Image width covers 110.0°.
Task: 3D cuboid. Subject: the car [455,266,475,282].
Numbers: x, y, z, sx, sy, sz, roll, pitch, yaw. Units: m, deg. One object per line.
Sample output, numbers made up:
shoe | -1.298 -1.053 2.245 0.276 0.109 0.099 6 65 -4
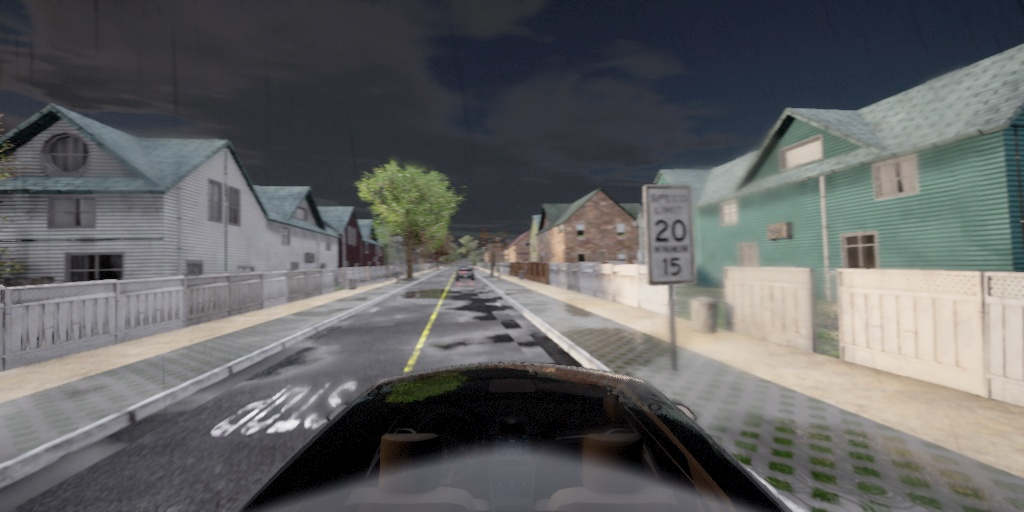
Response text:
car | -4.904 1.828 37.674 2.128 1.511 4.902 -1 -1 -8
